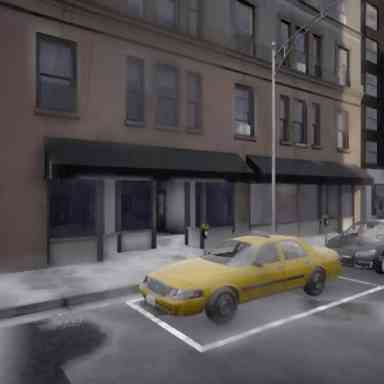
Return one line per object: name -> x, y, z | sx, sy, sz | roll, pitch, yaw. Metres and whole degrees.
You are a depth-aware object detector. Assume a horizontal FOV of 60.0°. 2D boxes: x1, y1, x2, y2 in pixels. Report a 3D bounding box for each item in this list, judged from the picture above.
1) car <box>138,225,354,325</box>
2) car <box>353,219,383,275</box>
car -> 1.257, 1.524, 7.085 | 4.829, 1.417, 1.752 | 0, 0, -35
car -> 5.803, 1.549, 10.327 | 4.403, 1.369, 2.008 | 0, 0, -35
